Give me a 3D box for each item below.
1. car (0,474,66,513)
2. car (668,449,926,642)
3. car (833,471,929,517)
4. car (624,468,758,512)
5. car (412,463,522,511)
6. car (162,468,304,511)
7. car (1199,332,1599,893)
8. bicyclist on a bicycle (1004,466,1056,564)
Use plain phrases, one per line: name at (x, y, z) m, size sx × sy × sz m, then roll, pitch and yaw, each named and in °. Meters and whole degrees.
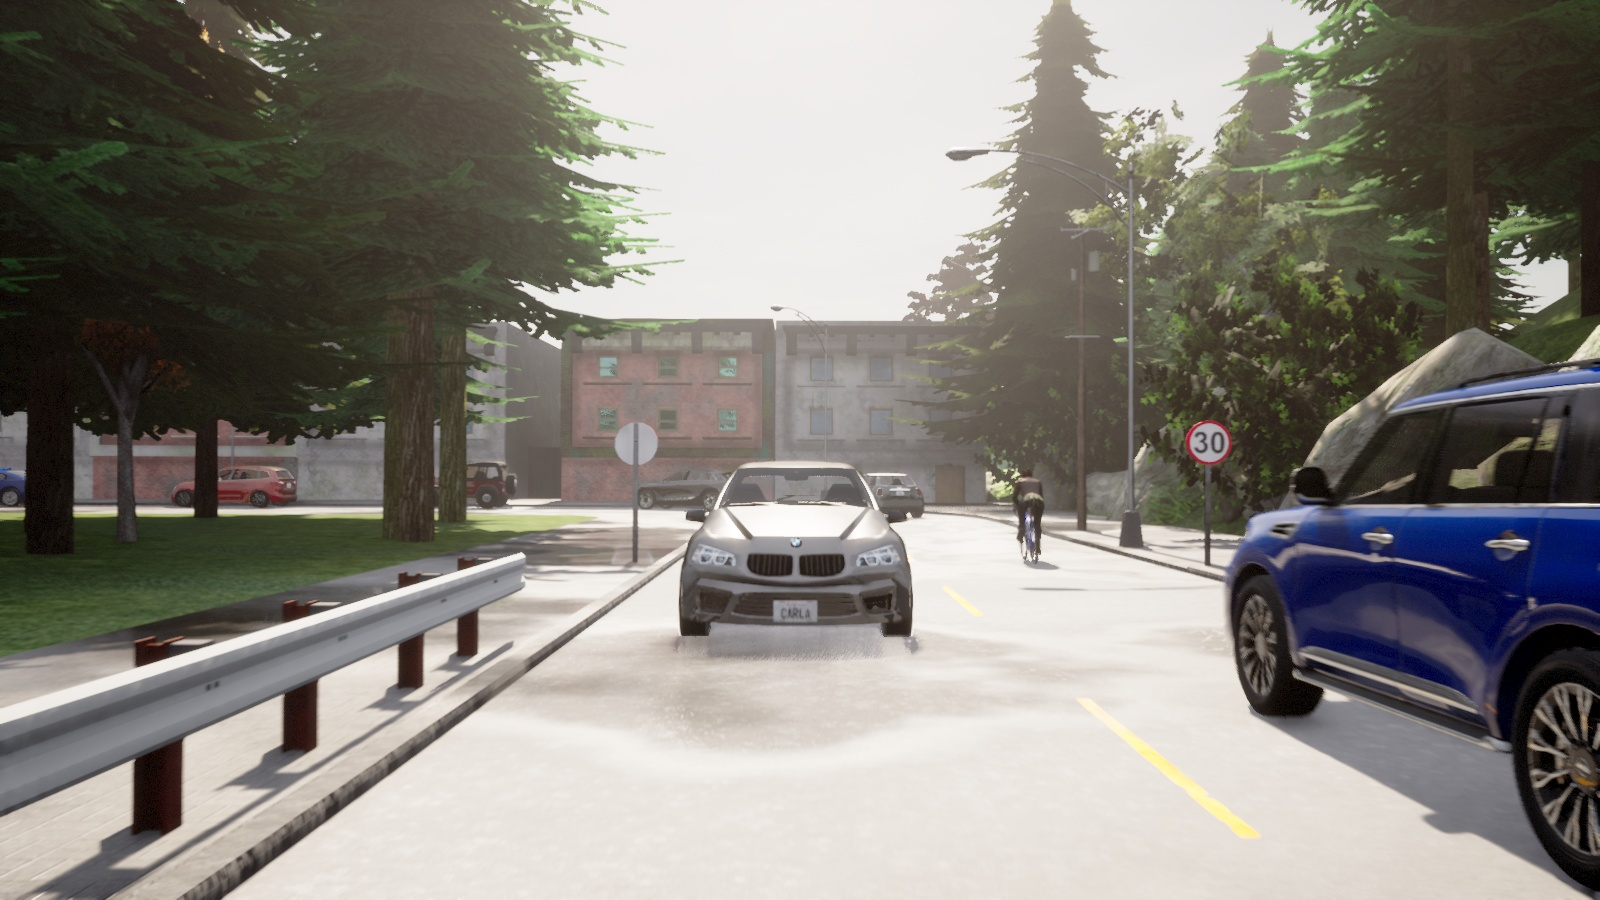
car at (-32.378, 1.731, 50.168) m, size 5.008 × 1.535 × 1.882 m, roll 0°, pitch -1°, yaw 0°
car at (-0.033, 0.873, 13.261) m, size 2.242 × 1.667 × 4.611 m, roll 0°, pitch -1°, yaw 0°
car at (2.711, 1.460, 42.709) m, size 1.970 × 1.475 × 3.806 m, roll 0°, pitch -1°, yaw -18°
car at (-4.294, 1.561, 49.447) m, size 4.856 × 1.649 × 2.033 m, roll -1°, pitch -1°, yaw 24°
car at (-13.257, 1.472, 50.114) m, size 3.866 × 1.878 × 1.905 m, roll 0°, pitch -1°, yaw 0°
car at (-22.575, 1.560, 50.139) m, size 4.611 × 1.667 × 2.242 m, roll 0°, pitch -1°, yaw 0°
car at (3.984, 0.619, 6.319) m, size 2.150 × 2.045 × 5.566 m, roll 0°, pitch -1°, yaw 0°
bicyclist on a bicycle at (3.947, 1.101, 21.673) m, size 0.582 × 1.620 × 1.656 m, roll 0°, pitch -1°, yaw 0°
